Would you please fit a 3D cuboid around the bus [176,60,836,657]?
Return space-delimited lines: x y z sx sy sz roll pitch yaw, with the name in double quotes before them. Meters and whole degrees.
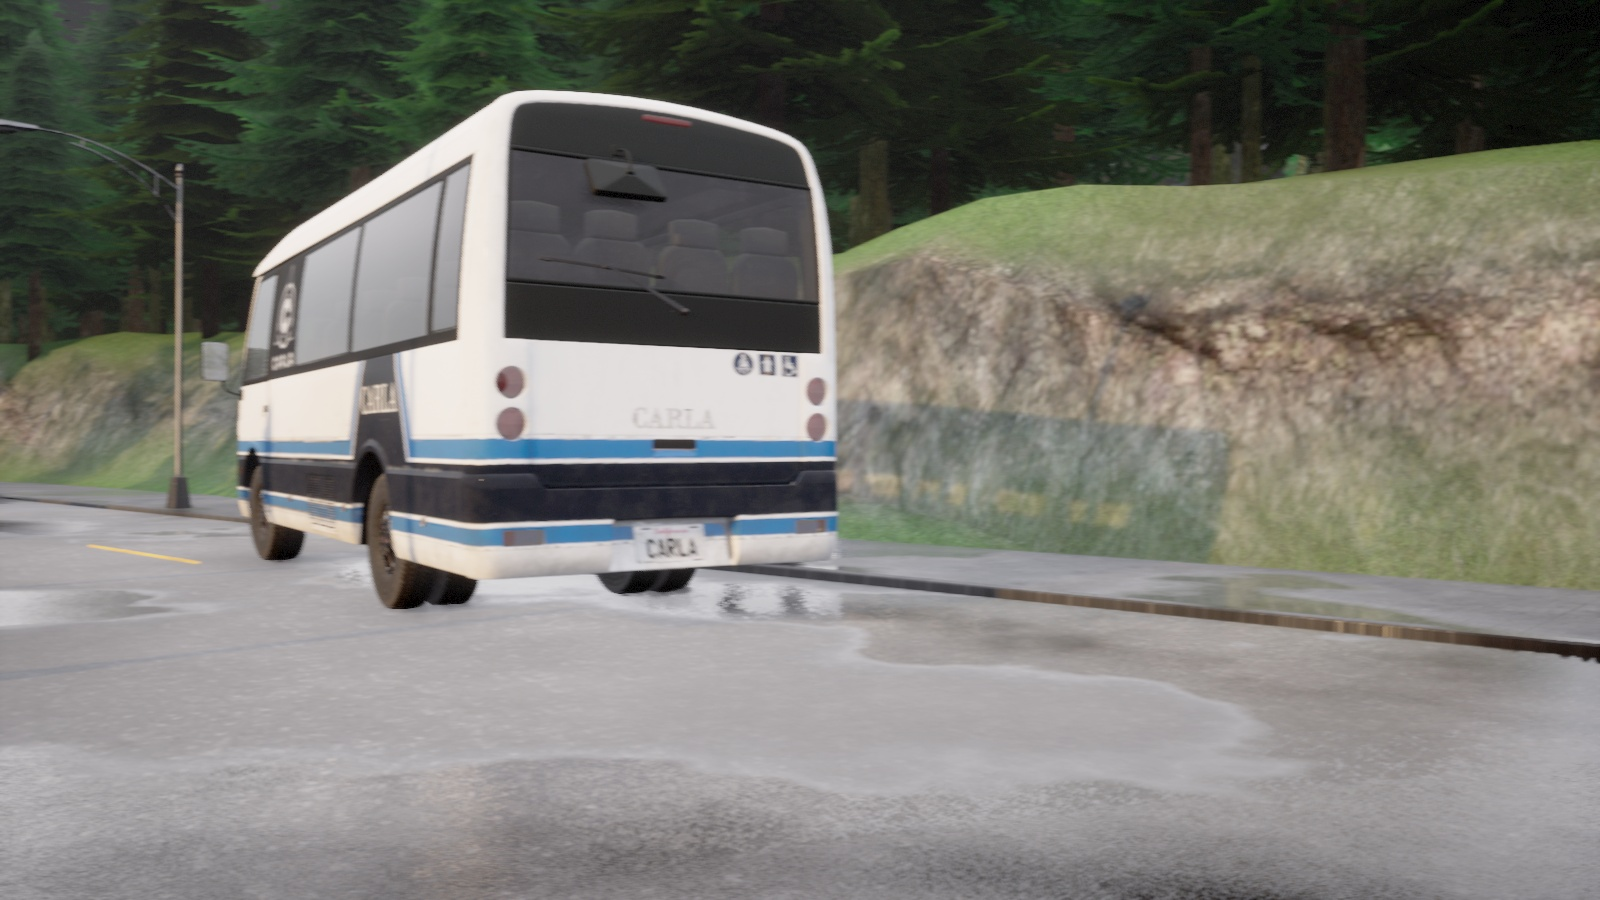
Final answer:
"bus" -4.183 -0.667 14.311 3.944 4.253 10.273 0 0 -34
